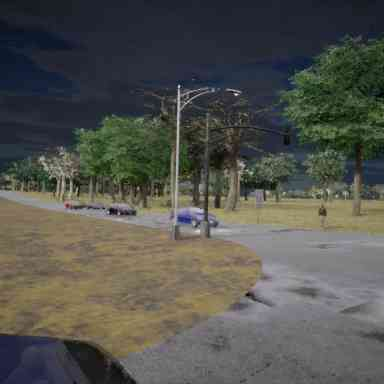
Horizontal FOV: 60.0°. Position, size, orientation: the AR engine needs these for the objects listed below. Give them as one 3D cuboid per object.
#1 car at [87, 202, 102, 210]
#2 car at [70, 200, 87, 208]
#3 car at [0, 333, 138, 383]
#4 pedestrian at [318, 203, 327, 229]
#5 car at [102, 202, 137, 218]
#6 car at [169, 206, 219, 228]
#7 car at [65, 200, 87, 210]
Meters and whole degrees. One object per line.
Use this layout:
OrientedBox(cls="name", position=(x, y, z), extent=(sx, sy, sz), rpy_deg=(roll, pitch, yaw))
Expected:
OrientedBox(cls="car", position=(-15.825, 2.255, 54.465), extent=(1.994, 1.385, 4.181), rpy_deg=(3, -2, -35))
OrientedBox(cls="car", position=(-21.385, 2.309, 62.775), extent=(1.994, 1.385, 4.181), rpy_deg=(3, -2, -34))
OrientedBox(cls="car", position=(-2.154, 1.563, 1.464), extent=(4.181, 1.385, 1.994), rpy_deg=(0, 0, -35))
OrientedBox(cls="pedestrian", position=(9.300, 1.717, 23.824), extent=(0.375, 1.860, 0.375), rpy_deg=(1, -1, -34))
OrientedBox(cls="car", position=(-7.533, 1.876, 35.356), extent=(1.882, 1.535, 5.008), rpy_deg=(3, -2, -34))
OrientedBox(cls="car", position=(0.022, 1.768, 24.039), extent=(1.812, 1.442, 4.674), rpy_deg=(2, -2, -33))
OrientedBox(cls="car", position=(-18.388, 2.030, 51.783), extent=(1.882, 1.535, 5.008), rpy_deg=(3, -2, -33))
